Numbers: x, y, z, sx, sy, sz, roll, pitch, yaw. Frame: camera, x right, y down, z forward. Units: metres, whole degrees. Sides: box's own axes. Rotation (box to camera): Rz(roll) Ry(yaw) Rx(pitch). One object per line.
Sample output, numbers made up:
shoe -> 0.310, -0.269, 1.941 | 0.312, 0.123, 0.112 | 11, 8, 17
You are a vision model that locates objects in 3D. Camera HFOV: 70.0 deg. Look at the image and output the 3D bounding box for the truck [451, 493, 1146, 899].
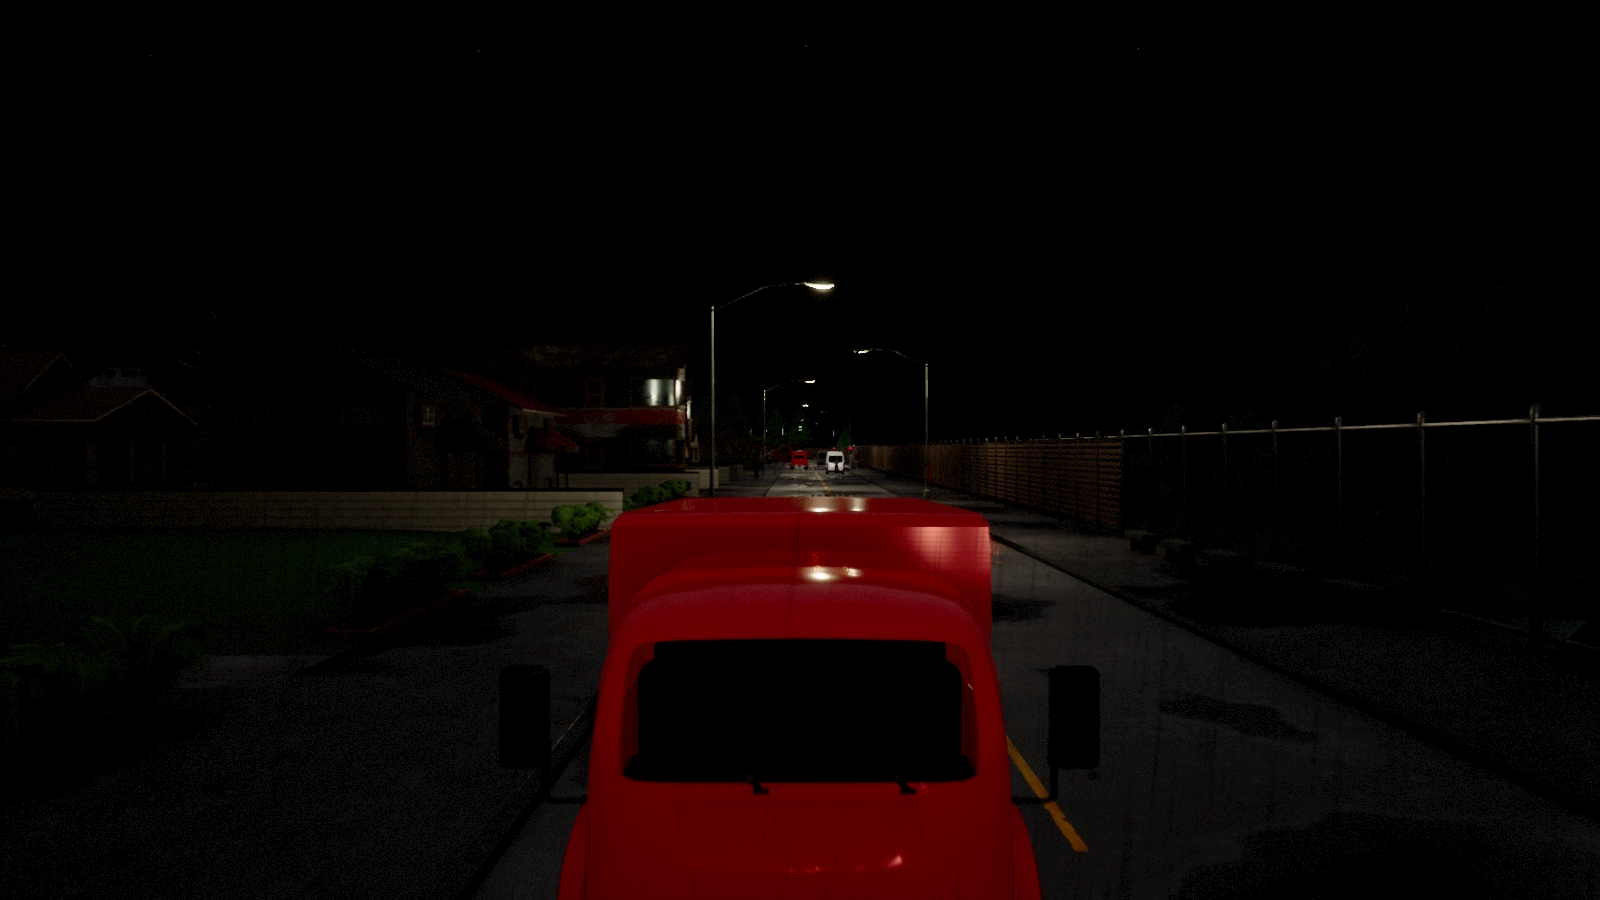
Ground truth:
truck -> -0.001, 1.569, 6.922 | 2.627, 2.467, 5.204 | 0, 0, 0
